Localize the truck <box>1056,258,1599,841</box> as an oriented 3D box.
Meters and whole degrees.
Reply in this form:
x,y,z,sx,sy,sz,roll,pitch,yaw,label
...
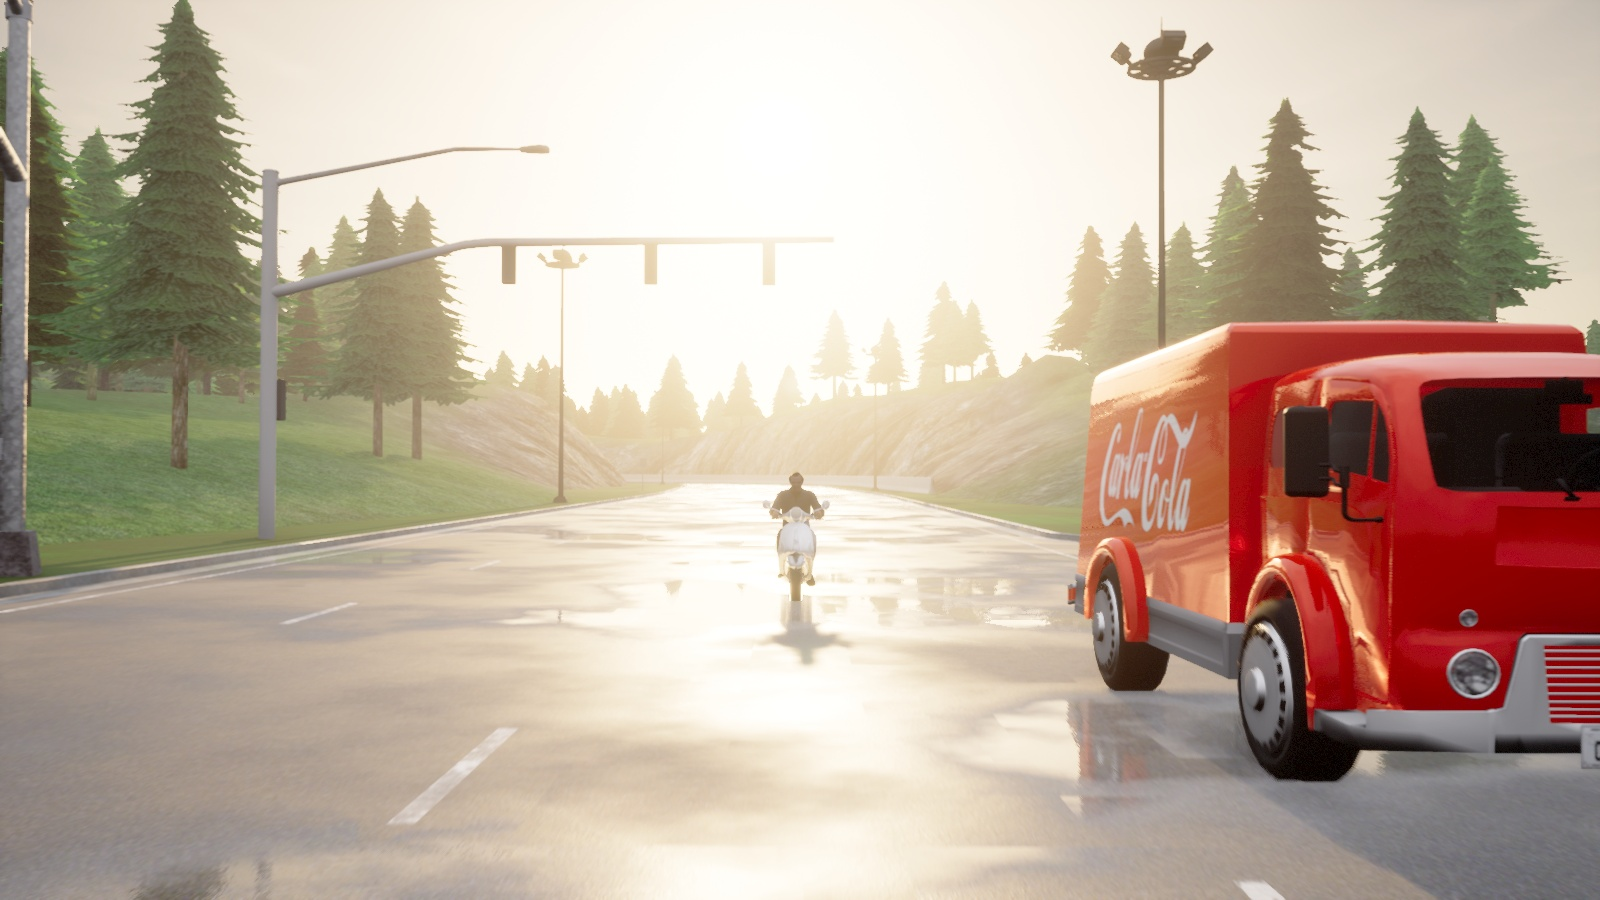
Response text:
x,y,z,sx,sy,sz,roll,pitch,yaw,label
3.478,0.463,7.942,2.627,2.467,5.204,0,-1,0,truck

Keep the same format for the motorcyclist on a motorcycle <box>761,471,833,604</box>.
x,y,z,sx,sy,sz,roll,pitch,yaw,label
-0.040,1.066,15.991,0.866,1.590,1.817,0,-1,0,motorcyclist on a motorcycle
